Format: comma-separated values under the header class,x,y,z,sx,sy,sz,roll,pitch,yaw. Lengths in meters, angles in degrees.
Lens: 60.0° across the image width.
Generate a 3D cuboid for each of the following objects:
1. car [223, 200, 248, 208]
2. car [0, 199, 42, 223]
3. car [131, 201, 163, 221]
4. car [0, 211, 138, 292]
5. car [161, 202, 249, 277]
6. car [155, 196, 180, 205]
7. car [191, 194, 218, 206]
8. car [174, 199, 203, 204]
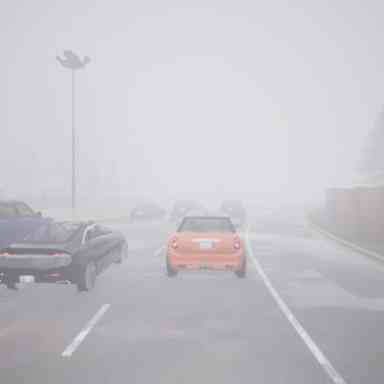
class,x,y,z,sx,sy,sz,roll,pitch,yaw
car,3.413,1.401,27.001,2.097,1.767,4.553,0,0,15
car,-6.514,1.246,10.933,2.150,2.045,5.566,0,0,4
car,-3.583,1.619,27.865,1.994,1.385,4.181,0,0,14
car,-3.125,1.511,8.996,2.128,1.511,4.902,0,0,3
car,0.505,1.372,10.525,2.097,1.767,4.553,0,0,4
car,-4.485,1.612,61.281,2.128,1.511,4.902,0,0,32
car,2.304,1.331,58.973,2.150,2.045,5.566,0,0,33
car,-0.198,1.404,27.024,2.097,1.767,4.553,0,0,14
